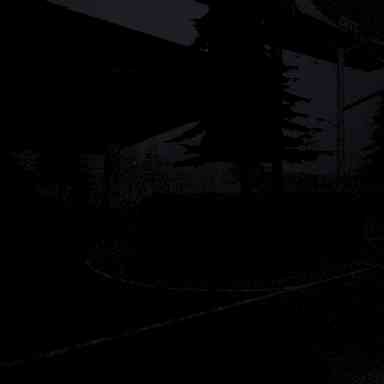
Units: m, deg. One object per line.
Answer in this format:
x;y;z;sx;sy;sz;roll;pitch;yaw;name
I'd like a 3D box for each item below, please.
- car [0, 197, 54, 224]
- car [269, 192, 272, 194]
-11.987;1.313;23.469;3.866;1.878;1.905;0;0;-36;car
6.216;1.050;28.679;2.150;2.045;5.566;0;1;-34;car
